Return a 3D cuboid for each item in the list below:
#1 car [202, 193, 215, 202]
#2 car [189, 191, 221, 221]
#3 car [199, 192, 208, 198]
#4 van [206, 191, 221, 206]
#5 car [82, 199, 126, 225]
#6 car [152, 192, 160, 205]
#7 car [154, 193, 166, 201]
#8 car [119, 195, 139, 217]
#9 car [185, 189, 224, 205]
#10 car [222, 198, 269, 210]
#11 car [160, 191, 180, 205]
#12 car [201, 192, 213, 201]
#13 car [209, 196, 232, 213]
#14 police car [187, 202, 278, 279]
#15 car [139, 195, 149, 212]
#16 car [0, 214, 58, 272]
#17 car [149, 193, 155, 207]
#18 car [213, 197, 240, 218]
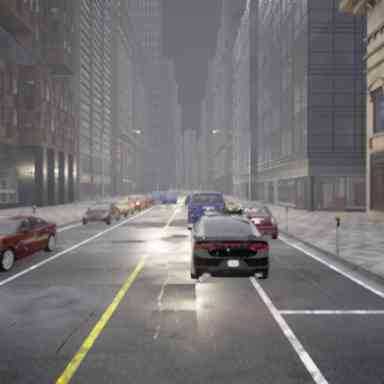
[{"bbox_3d":[2.751,0.920,55.219,1.887,1.381,4.507,0,1,0],"label":"car"},{"bbox_3d":[0.893,0.932,25.713,2.150,2.045,5.566,0,1,0],"label":"car"},{"bbox_3d":[2.745,0.668,77.626,1.887,1.381,4.507,0,1,0],"label":"car"},{"bbox_3d":[2.754,0.842,44.013,1.690,1.788,3.998,0,1,0],"label":"van"},{"bbox_3d":[-5.766,1.336,21.598,1.802,1.307,4.206,0,1,0],"label":"car"},{"bbox_3d":[-5.772,1.046,44.004,1.887,1.381,4.507,0,1,0],"label":"car"},{"bbox_3d":[-5.776,0.895,60.808,1.802,1.307,4.206,0,1,0],"label":"car"},{"bbox_3d":[-5.767,1.218,27.029,1.752,1.417,4.829,0,1,0],"label":"car"},{"bbox_3d":[0.815,0.998,19.704,2.150,2.045,5.566,0,1,-1],"label":"car"},{"bbox_3d":[2.762,1.257,16.004,1.967,1.590,4.097,0,1,0],"label":"car"},{"bbox_3d":[-3.037,0.959,45.794,1.882,1.535,5.008,0,0,0],"label":"car"},{"bbox_3d":[2.750,0.752,60.819,1.967,1.590,4.097,0,1,0],"label":"car"},{"bbox_3d":[2.757,1.172,32.812,1.887,1.381,4.507,0,1,0],"label":"car"},{"bbox_3d":[0.897,1.312,9.795,1.930,1.638,5.238,0,1,0],"label":"police car"},{"bbox_3d":[-5.768,1.068,32.800,1.967,1.590,4.097,0,1,0],"label":"car"},{"bbox_3d":[-5.763,1.425,10.395,1.887,1.381,4.507,0,1,0],"label":"car"},{"bbox_3d":[-5.770,1.109,38.402,1.887,1.381,4.507,0,1,0],"label":"car"},{"bbox_3d":[2.758,1.214,27.379,1.752,1.417,4.829,0,1,0],"label":"car"}]
